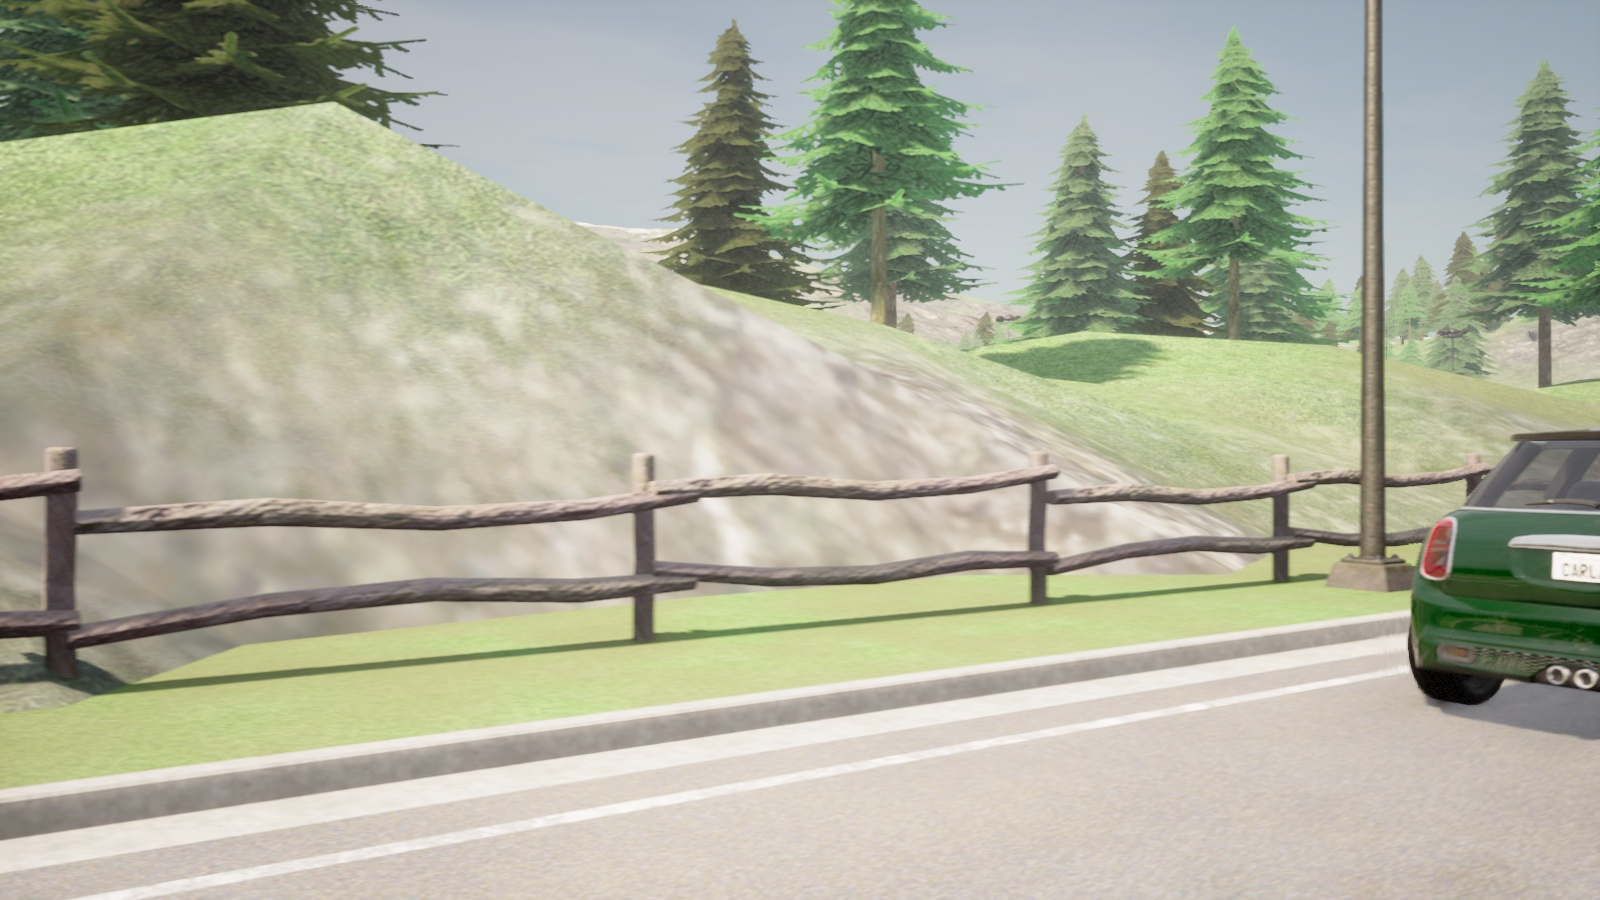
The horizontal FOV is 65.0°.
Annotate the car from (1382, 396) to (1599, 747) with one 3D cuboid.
[{"bbox_3d":[5.840,0.615,7.724,4.553,1.767,2.097,0,0,-35],"label":"car"}]
